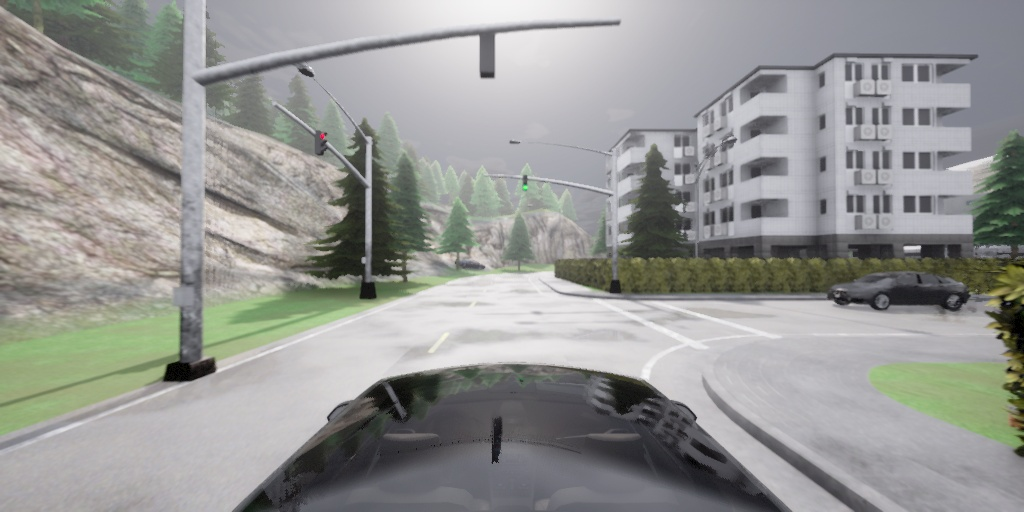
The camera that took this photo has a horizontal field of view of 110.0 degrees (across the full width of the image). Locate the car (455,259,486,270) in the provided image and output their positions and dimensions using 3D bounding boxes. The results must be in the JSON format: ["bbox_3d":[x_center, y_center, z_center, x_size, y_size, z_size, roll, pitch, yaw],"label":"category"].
[{"bbox_3d":[-6.302,1.223,54.312,4.718,1.301,1.895,9,10,-40],"label":"car"}]

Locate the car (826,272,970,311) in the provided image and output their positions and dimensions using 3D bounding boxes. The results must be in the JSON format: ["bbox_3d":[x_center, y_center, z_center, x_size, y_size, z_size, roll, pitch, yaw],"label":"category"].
[{"bbox_3d":[16.009,1.417,15.015,4.892,1.490,1.837,0,-1,-1],"label":"car"}]
